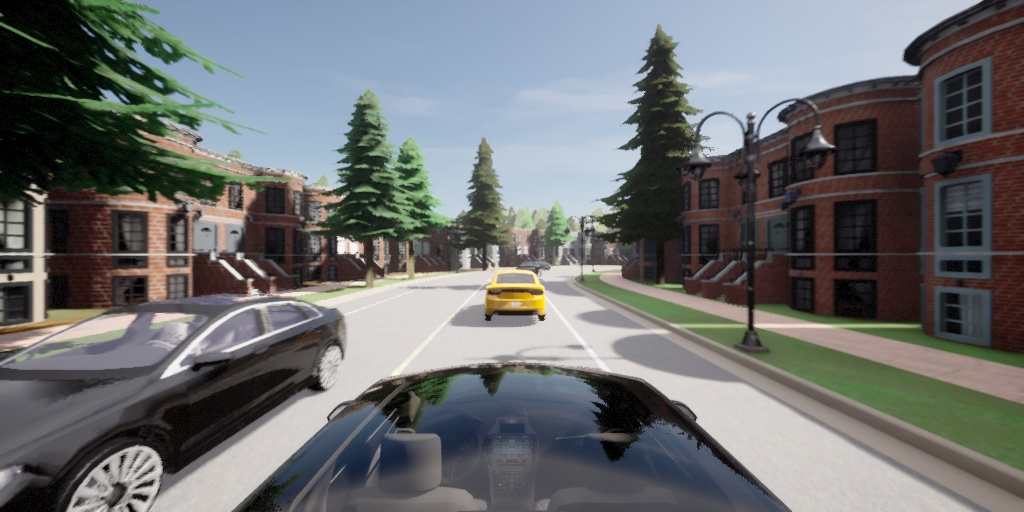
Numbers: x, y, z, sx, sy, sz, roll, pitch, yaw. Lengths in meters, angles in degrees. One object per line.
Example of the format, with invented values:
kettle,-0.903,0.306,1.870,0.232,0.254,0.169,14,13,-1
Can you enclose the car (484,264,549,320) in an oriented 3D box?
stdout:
car,0.099,1.228,12.703,1.882,1.535,5.008,0,0,0

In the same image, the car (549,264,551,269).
car,3.271,1.298,46.633,2.033,1.411,5.357,0,0,30

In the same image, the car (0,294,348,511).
car,-3.593,1.242,3.932,2.128,1.511,4.902,0,0,0

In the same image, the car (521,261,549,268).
car,1.720,1.242,32.822,2.128,1.511,4.902,0,0,13
